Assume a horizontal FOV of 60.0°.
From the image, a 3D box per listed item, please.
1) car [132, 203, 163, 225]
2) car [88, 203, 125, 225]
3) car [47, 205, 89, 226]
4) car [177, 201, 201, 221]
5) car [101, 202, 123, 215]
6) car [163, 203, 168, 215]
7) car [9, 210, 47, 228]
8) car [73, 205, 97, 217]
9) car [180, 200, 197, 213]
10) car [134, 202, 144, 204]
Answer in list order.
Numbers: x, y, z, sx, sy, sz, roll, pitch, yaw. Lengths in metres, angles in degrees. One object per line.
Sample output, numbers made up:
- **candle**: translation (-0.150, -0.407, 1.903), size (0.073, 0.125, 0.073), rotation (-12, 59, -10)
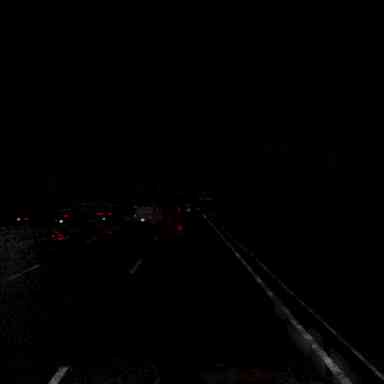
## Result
- **car**: translation (-3.786, 1.925, 27.752), size (1.812, 1.442, 4.674), rotation (-2, 0, 0)
- **car**: translation (-7.269, 2.030, 29.676), size (2.128, 1.511, 4.902), rotation (-2, -1, -1)
- **car**: translation (-10.803, 2.170, 29.806), size (1.837, 1.490, 4.892), rotation (-2, 0, -1)
- **car**: translation (-0.328, 1.662, 31.160), size (2.097, 1.767, 4.553), rotation (-2, -1, -1)
- **car**: translation (-11.033, 2.307, 46.276), size (1.882, 1.535, 5.008), rotation (-2, -1, -1)
- **car**: translation (-3.964, 2.078, 40.778), size (2.033, 1.411, 5.357), rotation (-2, -1, -1)
- **car**: translation (-14.273, 2.332, 29.844), size (2.033, 1.411, 5.357), rotation (-2, -1, -1)
- **car**: translation (-14.585, 2.509, 45.529), size (1.994, 1.385, 4.181), rotation (-2, -1, -2)
- **car**: translation (-0.528, 1.946, 45.457), size (2.128, 1.511, 4.902), rotation (-2, -1, -1)
- **car**: translation (-7.557, 2.232, 48.294), size (1.837, 1.490, 4.892), rotation (-2, -1, -1)
